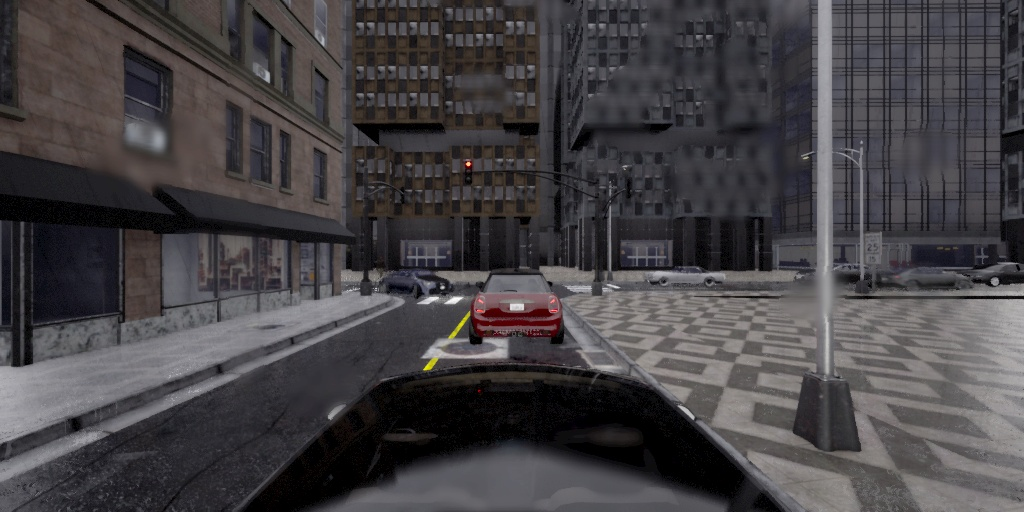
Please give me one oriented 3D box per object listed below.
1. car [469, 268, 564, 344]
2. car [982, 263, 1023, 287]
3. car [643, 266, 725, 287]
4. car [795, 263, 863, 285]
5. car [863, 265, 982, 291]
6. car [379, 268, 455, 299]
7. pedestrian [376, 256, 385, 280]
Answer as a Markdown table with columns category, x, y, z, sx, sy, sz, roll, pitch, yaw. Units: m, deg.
| category | x | y | z | sx | sy | sz | roll | pitch | yaw |
| --- | --- | --- | --- | --- | --- | --- | --- | --- | --- |
| car | 0.069 | 1.102 | 9.723 | 2.097 | 1.767 | 4.553 | 0 | 0 | -1 |
| car | 31.808 | 1.209 | 23.401 | 4.892 | 1.490 | 1.837 | 0 | 0 | 1 |
| car | 11.195 | 1.333 | 23.639 | 4.718 | 1.301 | 1.895 | 0 | 0 | 1 |
| car | 21.388 | 1.210 | 23.524 | 4.902 | 1.511 | 2.128 | 0 | 0 | 1 |
| car | 23.090 | 1.279 | 20.307 | 4.181 | 1.385 | 1.994 | 0 | 0 | 1 |
| car | -4.853 | 1.316 | 18.182 | 4.181 | 1.385 | 1.994 | 0 | 0 | 37 |
| pedestrian | -9.837 | 0.903 | 26.905 | 0.375 | 1.860 | 0.375 | 0 | 0 | 1 |
